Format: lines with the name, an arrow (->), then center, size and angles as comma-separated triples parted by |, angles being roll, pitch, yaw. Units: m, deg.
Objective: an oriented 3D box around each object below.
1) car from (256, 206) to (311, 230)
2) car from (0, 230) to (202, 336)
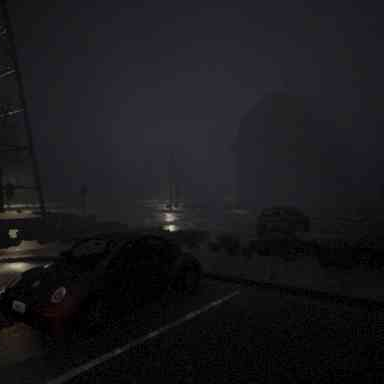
car -> 4.955, 1.497, 17.845 | 1.816, 1.474, 4.193 | 0, 0, 36
car -> -1.518, 1.514, 6.663 | 1.784, 1.438, 3.905 | 0, 0, 36
